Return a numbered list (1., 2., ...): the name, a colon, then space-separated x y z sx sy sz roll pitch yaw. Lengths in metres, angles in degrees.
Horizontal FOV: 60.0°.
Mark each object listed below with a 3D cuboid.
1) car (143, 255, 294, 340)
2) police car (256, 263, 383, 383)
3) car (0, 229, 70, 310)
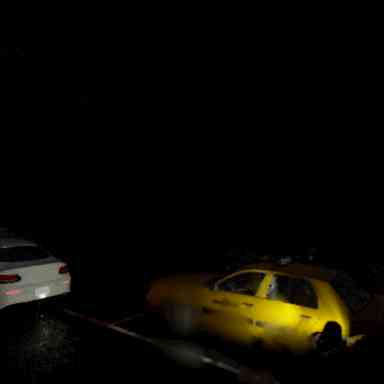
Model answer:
1. car: 1.288 1.760 5.629 4.829 1.417 1.752 -1 -3 37
2. police car: 3.209 1.545 1.865 5.238 1.638 1.930 -1 -3 37
3. car: -4.711 1.769 7.786 4.674 1.442 1.812 -1 -3 37
